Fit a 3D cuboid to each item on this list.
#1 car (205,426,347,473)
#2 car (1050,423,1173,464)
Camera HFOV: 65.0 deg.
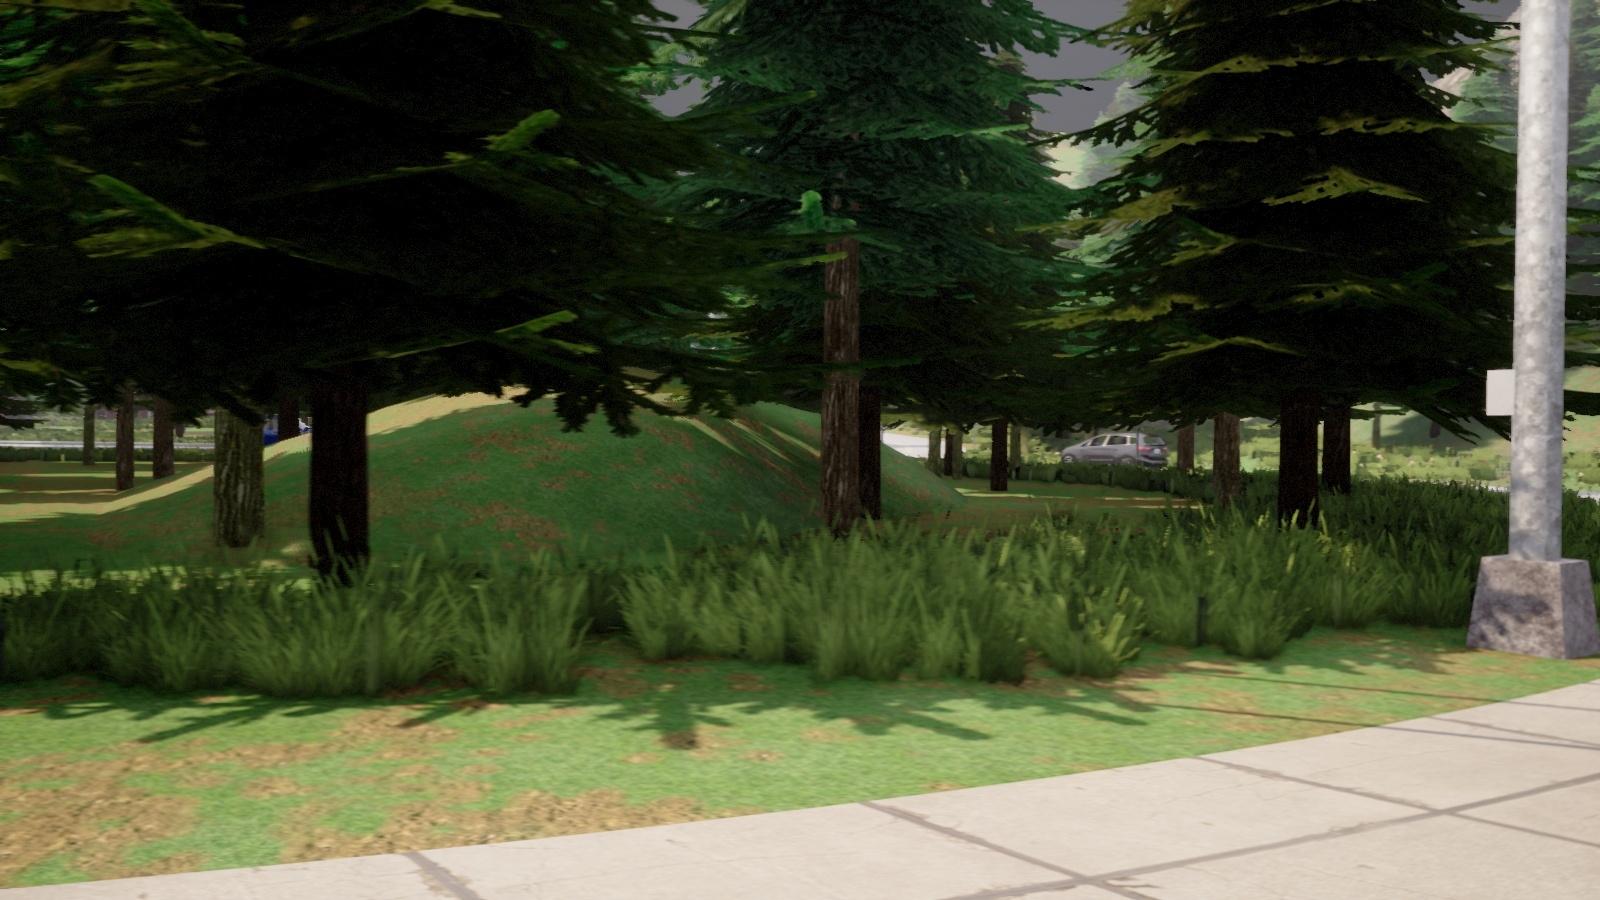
[{"bbox_3d":[-23.804,-0.053,57.220,5.566,2.045,2.150,-1,1,-5],"label":"car"},{"bbox_3d":[13.257,-0.295,53.592,2.242,1.667,4.611,-1,1,-42],"label":"car"}]
